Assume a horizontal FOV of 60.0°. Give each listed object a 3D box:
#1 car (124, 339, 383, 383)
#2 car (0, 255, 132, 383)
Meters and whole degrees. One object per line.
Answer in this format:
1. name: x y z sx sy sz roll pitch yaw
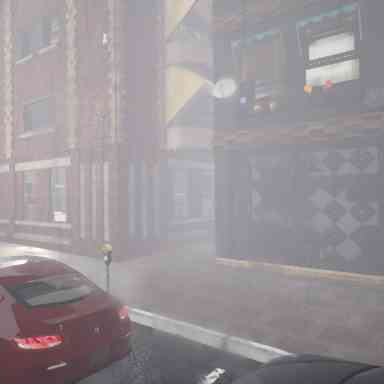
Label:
1. car: 1.941 1.566 1.464 4.313 1.339 1.947 0 -1 35
2. car: -2.670 1.583 4.741 4.206 1.307 1.802 0 -1 35
